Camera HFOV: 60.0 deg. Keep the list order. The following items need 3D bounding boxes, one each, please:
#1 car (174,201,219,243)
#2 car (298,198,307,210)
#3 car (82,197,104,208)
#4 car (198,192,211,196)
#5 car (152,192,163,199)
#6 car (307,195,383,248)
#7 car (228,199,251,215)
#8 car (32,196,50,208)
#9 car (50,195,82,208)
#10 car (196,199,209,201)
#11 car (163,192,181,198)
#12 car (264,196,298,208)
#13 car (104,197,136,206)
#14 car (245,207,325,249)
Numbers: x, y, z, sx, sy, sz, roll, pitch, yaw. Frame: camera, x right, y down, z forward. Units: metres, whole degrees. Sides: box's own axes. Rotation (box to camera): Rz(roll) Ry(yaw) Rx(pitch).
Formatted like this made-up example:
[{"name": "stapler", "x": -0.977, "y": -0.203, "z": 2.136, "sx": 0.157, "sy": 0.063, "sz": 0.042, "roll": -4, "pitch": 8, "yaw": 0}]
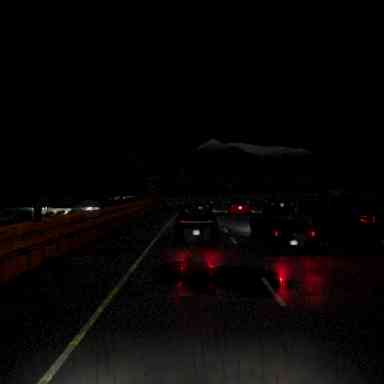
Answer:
[{"name": "car", "x": 0.204, "y": 1.390, "z": 15.566, "sx": 2.128, "sy": 1.511, "sz": 4.902, "roll": 0, "pitch": 0, "yaw": 1}, {"name": "car", "x": 11.563, "y": 1.281, "z": 32.342, "sx": 1.882, "sy": 1.535, "sz": 5.008, "roll": 0, "pitch": 0, "yaw": 6}, {"name": "car", "x": -11.883, "y": 1.273, "z": 42.888, "sx": 1.994, "sy": 1.385, "sz": 4.181, "roll": 0, "pitch": 0, "yaw": 10}, {"name": "car", "x": 3.192, "y": 0.648, "z": 81.107, "sx": 1.882, "sy": 1.535, "sz": 5.008, "roll": 0, "pitch": 0, "yaw": 25}, {"name": "car", "x": -7.948, "y": 0.781, "z": 81.848, "sx": 2.097, "sy": 1.767, "sz": 4.553, "roll": 0, "pitch": 0, "yaw": 23}, {"name": "car", "x": 7.189, "y": 1.135, "z": 14.552, "sx": 2.150, "sy": 2.045, "sz": 5.566, "roll": 0, "pitch": 0, "yaw": 0}, {"name": "car", "x": 4.446, "y": 1.366, "z": 31.371, "sx": 1.994, "sy": 1.385, "sz": 4.181, "roll": 0, "pitch": 0, "yaw": 5}, {"name": "car", "x": -18.866, "y": 1.223, "z": 43.607, "sx": 1.812, "sy": 1.442, "sz": 4.674, "roll": 0, "pitch": 0, "yaw": 9}, {"name": "car", "x": -15.495, "y": 1.185, "z": 42.518, "sx": 1.882, "sy": 1.535, "sz": 5.008, "roll": 0, "pitch": 0, "yaw": 9}, {"name": "car", "x": 0.953, "y": 1.361, "z": 31.524, "sx": 1.994, "sy": 1.385, "sz": 4.181, "roll": 0, "pitch": 0, "yaw": 5}, {"name": "car", "x": -4.431, "y": 0.896, "z": 81.168, "sx": 2.128, "sy": 1.511, "sz": 4.902, "roll": 0, "pitch": 0, "yaw": 23}, {"name": "car", "x": 7.883, "y": 1.163, "z": 30.546, "sx": 2.097, "sy": 1.767, "sz": 4.553, "roll": 0, "pitch": 0, "yaw": 5}, {"name": "car", "x": -8.595, "y": 1.269, "z": 41.574, "sx": 2.033, "sy": 1.411, "sz": 5.357, "roll": 0, "pitch": 0, "yaw": 9}, {"name": "car", "x": 3.689, "y": 1.513, "z": 14.154, "sx": 1.895, "sy": 1.301, "sz": 4.718, "roll": 0, "pitch": 0, "yaw": 1}]
